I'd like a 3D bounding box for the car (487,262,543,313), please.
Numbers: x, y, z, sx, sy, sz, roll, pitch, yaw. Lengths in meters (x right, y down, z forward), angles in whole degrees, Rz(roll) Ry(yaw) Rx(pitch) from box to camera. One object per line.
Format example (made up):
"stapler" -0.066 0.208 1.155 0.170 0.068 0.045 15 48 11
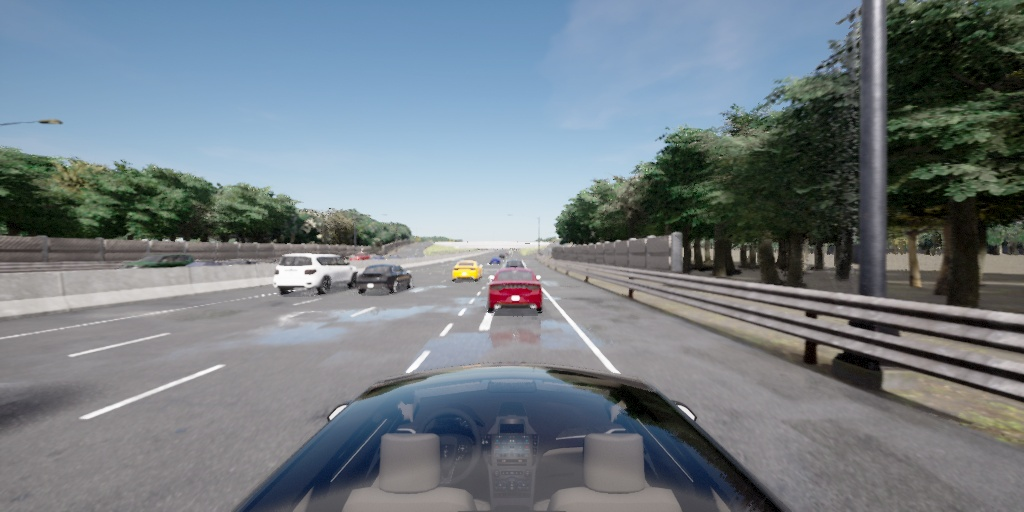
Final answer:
"car" 0.117 1.185 13.894 1.882 1.535 5.008 0 0 0

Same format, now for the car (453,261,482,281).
"car" -3.424 1.135 28.308 1.882 1.535 5.008 0 0 0

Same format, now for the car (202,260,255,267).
"car" -24.487 1.150 32.060 1.837 1.490 4.892 0 0 0

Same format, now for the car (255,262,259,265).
"car" -20.980 1.167 33.137 1.812 1.442 4.674 0 0 1

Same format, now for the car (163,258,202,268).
"car" -27.988 1.191 32.671 2.033 1.411 5.357 0 0 0

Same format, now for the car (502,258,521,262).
"car" 0.201 1.146 32.262 1.837 1.490 4.892 0 0 0

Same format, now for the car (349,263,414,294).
"car" -6.864 1.192 19.829 1.837 1.490 4.892 0 0 0

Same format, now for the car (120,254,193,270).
"car" -31.488 0.867 32.248 2.150 2.045 5.566 0 0 1

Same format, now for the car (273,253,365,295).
"car" -10.366 0.910 19.506 2.150 2.045 5.566 0 0 0
